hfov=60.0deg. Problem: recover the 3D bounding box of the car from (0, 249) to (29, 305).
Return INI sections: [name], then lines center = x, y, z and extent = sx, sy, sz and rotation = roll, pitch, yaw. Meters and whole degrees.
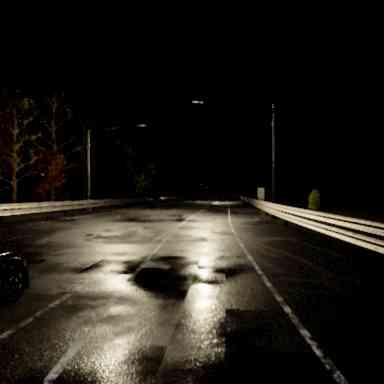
[car]
center = -4.694, 1.451, 5.310
extent = 2.033, 1.649, 4.856
rotation = 0, 0, 6
